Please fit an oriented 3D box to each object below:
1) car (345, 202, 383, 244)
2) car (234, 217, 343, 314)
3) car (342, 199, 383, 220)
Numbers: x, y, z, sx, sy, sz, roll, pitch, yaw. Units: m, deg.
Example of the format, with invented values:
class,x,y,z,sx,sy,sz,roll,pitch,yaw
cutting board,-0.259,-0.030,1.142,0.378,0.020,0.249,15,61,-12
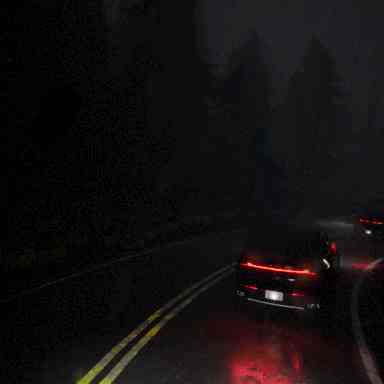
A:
class,x,y,z,sx,sy,sz,roll,pitch,yaw
car,9.478,1.409,15.352,4.892,1.490,1.837,-1,5,-33
car,2.426,1.503,7.857,1.837,1.490,4.892,2,1,25
car,11.094,1.154,20.226,4.181,1.385,1.994,-1,5,-30
